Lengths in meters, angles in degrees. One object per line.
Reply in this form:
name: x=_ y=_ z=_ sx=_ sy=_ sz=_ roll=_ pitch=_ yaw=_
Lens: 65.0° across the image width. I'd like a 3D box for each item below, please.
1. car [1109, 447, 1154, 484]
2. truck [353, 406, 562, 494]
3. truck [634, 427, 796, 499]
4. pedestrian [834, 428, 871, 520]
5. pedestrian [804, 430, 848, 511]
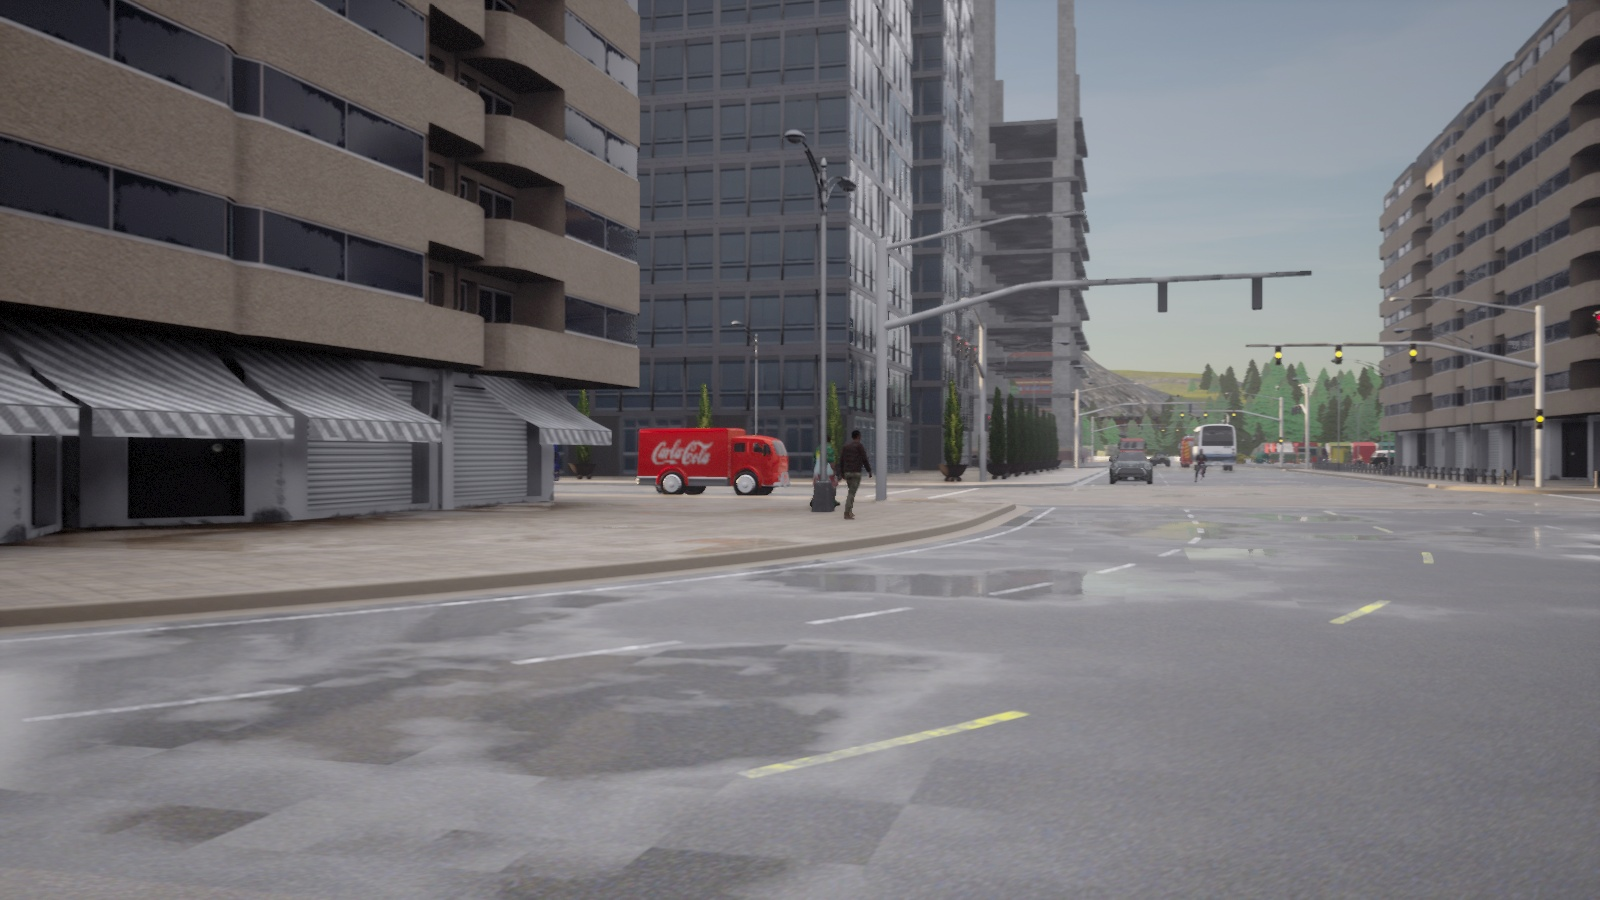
car: x=16.807 y=0.758 z=63.567 sx=2.097 sy=1.767 sz=4.553 roll=0 pitch=0 yaw=15
truck: x=-14.061 y=0.017 z=51.710 sx=7.936 sy=3.462 sz=2.891 roll=0 pitch=0 yaw=15
truck: x=-3.017 y=0.462 z=45.101 sx=5.204 sy=2.467 sz=2.627 roll=0 pitch=0 yaw=15
pedestrian: x=1.061 y=0.475 z=25.307 sx=0.431 sy=1.840 sz=0.703 roll=0 pitch=0 yaw=35
pedestrian: x=0.639 y=0.495 z=30.733 sx=0.659 sy=1.952 sz=0.873 roll=0 pitch=0 yaw=41
